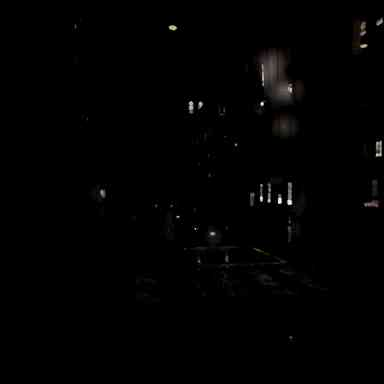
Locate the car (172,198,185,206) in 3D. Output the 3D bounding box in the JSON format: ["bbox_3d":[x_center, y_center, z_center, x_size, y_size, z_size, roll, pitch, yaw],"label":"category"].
[{"bbox_3d":[-2.517,1.695,60.203,1.802,1.307,4.206,-1,0,-11],"label":"car"}]

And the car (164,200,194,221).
[{"bbox_3d":[-1.391,1.612,25.813,1.994,1.385,4.181,0,0,-11],"label":"car"}]

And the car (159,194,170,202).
[{"bbox_3d":[-6.724,1.462,81.996,2.192,1.841,5.009,-1,0,-11],"label":"car"}]

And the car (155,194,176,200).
[{"bbox_3d":[-3.290,1.417,35.730,2.097,1.767,4.553,0,0,-11],"label":"car"}]

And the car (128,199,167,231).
[{"bbox_3d":[-2.893,1.476,20.548,1.967,1.590,4.097,-1,0,-11],"label":"car"}]

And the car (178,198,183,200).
[{"bbox_3d":[-0.415,1.646,49.305,2.008,1.369,4.403,-1,0,-11],"label":"car"}]

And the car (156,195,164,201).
[{"bbox_3d":[-8.857,1.690,93.060,1.752,1.417,4.829,-1,0,-11],"label":"car"}]

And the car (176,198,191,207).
[{"bbox_3d":[-1.465,1.687,54.754,1.802,1.307,4.206,-1,0,-11],"label":"car"}]

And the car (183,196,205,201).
[{"bbox_3d":[0.634,1.401,43.857,2.192,1.841,5.009,-1,0,-11],"label":"car"}]

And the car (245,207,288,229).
[{"bbox_3d":[4.846,1.630,22.064,1.802,1.307,4.206,-1,0,-11],"label":"car"}]

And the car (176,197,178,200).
[{"bbox_3d":[-3.408,1.697,51.754,1.895,1.301,4.718,0,0,-11],"label":"car"}]

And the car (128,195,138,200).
[{"bbox_3d":[-10.252,1.541,58.689,1.967,1.590,4.097,-1,0,-11],"label":"car"}]

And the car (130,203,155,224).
[{"bbox_3d":[-3.943,1.627,25.997,1.802,1.307,4.206,-1,0,-11],"label":"car"}]

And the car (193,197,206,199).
[{"bbox_3d":[1.688,1.643,38.408,1.947,1.339,4.313,-1,0,-11],"label":"car"}]

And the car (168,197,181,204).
[{"bbox_3d":[-3.568,1.688,65.651,1.947,1.339,4.313,-1,0,-11],"label":"car"}]

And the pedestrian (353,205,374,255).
[{"bbox_3d":[6.094,1.323,11.823,0.375,1.860,0.375,-1,1,-11],"label":"pedestrian"}]

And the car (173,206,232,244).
[{"bbox_3d":[0.494,1.595,16.052,1.994,1.385,4.181,0,0,-11],"label":"car"}]

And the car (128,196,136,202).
[{"bbox_3d":[-15.475,1.668,85.765,1.752,1.417,4.829,-1,0,-11],"label":"car"}]

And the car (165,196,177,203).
[{"bbox_3d":[-4.619,1.681,71.099,2.008,1.369,4.403,-1,0,-11],"label":"car"}]

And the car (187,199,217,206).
[{"bbox_3d":[1.089,1.582,28.628,1.812,1.442,4.674,0,0,-11],"label":"car"}]
